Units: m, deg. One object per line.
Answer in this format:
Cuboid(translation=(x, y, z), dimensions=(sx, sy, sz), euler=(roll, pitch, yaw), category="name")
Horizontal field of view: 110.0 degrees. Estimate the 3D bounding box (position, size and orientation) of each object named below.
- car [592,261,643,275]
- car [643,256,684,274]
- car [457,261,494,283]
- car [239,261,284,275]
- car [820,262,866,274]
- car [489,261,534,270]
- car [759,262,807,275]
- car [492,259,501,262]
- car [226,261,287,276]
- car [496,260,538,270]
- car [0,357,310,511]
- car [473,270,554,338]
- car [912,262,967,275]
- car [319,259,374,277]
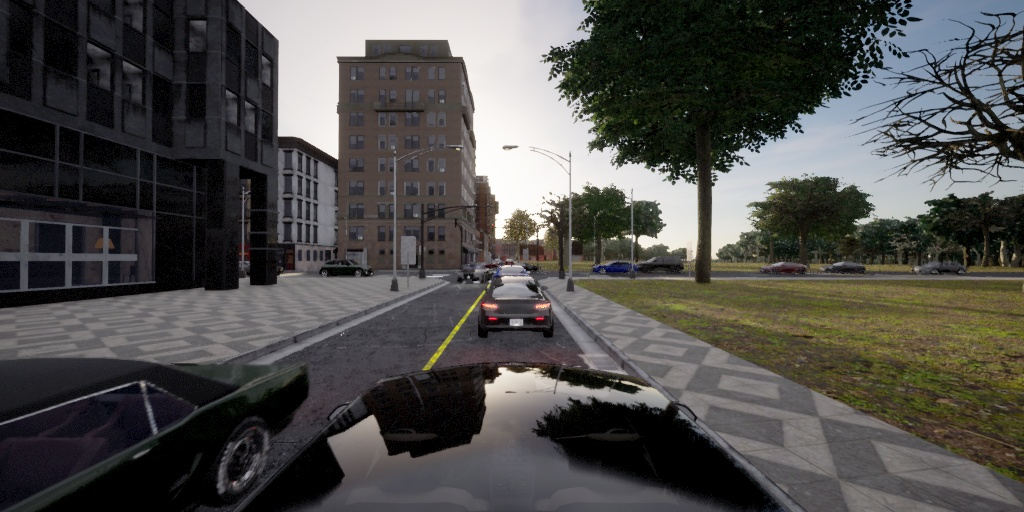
Cuboid(translation=(11.480, 1.292, 40.070), dimensions=(5.008, 1.535, 1.882), euler=(0, -1, -1), category="car")
Cuboid(translation=(17.791, 1.077, 43.386), dimensions=(5.566, 2.045, 2.150), euler=(0, -1, 0), category="car")
Cuboid(translation=(-2.841, 1.333, 27.652), dimensions=(1.994, 1.385, 4.181), euler=(0, 0, 8), category="car")
Cuboid(translation=(-24.383, 1.216, 33.226), dimensions=(4.902, 1.511, 2.128), euler=(0, -1, 0), category="car")
Cuboid(translation=(40.080, 1.414, 43.460), dimensions=(4.674, 1.442, 1.812), euler=(0, -1, 0), category="car")
Cuboid(translation=(-0.015, 1.241, 19.512), dimensions=(1.882, 1.535, 5.008), euler=(0, 0, 0), category="car")
Cuboid(translation=(30.381, 1.362, 40.190), dimensions=(4.674, 1.442, 1.812), euler=(0, -1, 0), category="car")
Cuboid(translation=(-3.084, 1.428, 56.196), dimensions=(1.895, 1.301, 4.718), euler=(0, 0, 1), category="car")
Cuboid(translation=(-25.882, 1.266, 36.469), dimensions=(4.892, 1.490, 1.837), euler=(0, -1, 0), category="car")
Cuboid(translation=(0.752, 1.403, 43.295), dimensions=(4.718, 1.301, 1.895), euler=(0, -1, 0), category="car")
Cuboid(translation=(-3.097, 1.350, 1.608), dimensions=(1.895, 1.301, 4.718), euler=(0, 0, 0), category="car")
Cuboid(translation=(0.076, 1.280, 10.122), dimensions=(1.812, 1.442, 4.674), euler=(0, 0, -1), category="car")
Cuboid(translation=(47.816, 1.373, 40.180), dimensions=(4.902, 1.511, 2.128), euler=(0, -1, 0), category="car")
Cuboid(translation=(-15.246, 1.073, 33.272), dimensions=(4.553, 1.767, 2.097), euler=(0, -1, 0), category="car")
